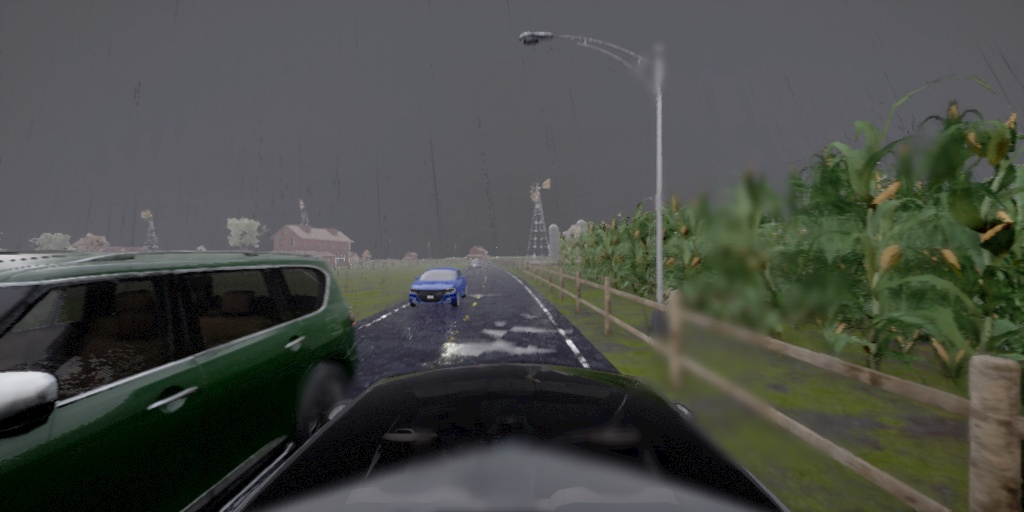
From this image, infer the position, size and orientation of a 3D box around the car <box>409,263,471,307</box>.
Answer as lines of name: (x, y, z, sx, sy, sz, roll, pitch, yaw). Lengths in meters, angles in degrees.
car: (-3.075, 1.240, 15.713, 1.882, 1.535, 5.008, 0, 0, -2)

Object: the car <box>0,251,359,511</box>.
car: (-2.881, 0.976, 2.052, 2.150, 2.045, 5.566, 0, 0, 0)

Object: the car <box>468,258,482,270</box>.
car: (-5.758, 1.313, 55.477, 2.128, 1.511, 4.902, 1, 0, -5)
